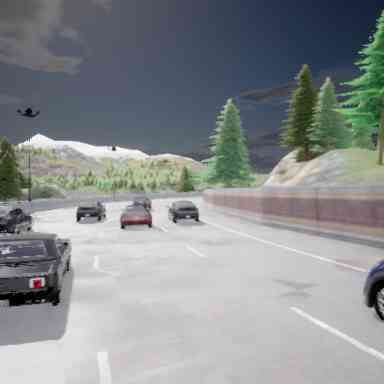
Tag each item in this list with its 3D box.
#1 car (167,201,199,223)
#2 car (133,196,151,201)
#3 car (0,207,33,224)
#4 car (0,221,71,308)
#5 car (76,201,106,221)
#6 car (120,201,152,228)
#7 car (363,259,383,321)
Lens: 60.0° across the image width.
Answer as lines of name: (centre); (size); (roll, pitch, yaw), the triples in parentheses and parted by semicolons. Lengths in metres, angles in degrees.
car: (-0.722, 1.409, 24.726); (1.837, 1.490, 4.892); (-1, 0, -10)
car: (-5.924, 1.264, 39.292); (2.097, 1.767, 4.553); (-1, 0, -4)
car: (-10.133, 1.558, 18.165); (1.837, 1.490, 4.892); (-1, 0, -12)
car: (-3.900, 1.615, 7.749); (1.895, 1.301, 4.718); (-1, 0, -17)
car: (-8.221, 1.496, 27.303); (1.837, 1.490, 4.892); (-1, 0, -9)
car: (-3.741, 1.519, 21.929); (1.994, 1.385, 4.181); (-1, 0, -12)
car: (4.605, 1.269, 4.316); (2.097, 1.767, 4.553); (-1, 0, -19)
